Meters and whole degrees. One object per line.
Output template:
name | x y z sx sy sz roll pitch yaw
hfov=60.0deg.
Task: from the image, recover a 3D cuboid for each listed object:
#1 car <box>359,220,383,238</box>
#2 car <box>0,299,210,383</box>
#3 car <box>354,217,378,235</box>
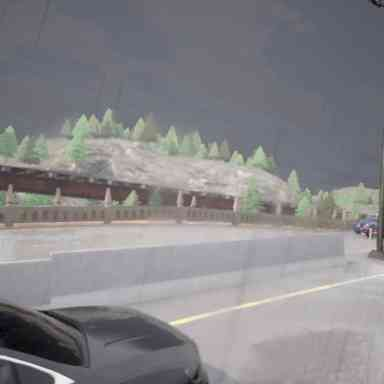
car | 17.020 3.503 29.028 4.718 1.301 1.895 7 -4 -35
car | -2.083 1.503 2.261 4.892 1.490 1.837 0 0 -35
car | 19.323 3.638 34.959 5.566 2.045 2.150 7 -4 -35
